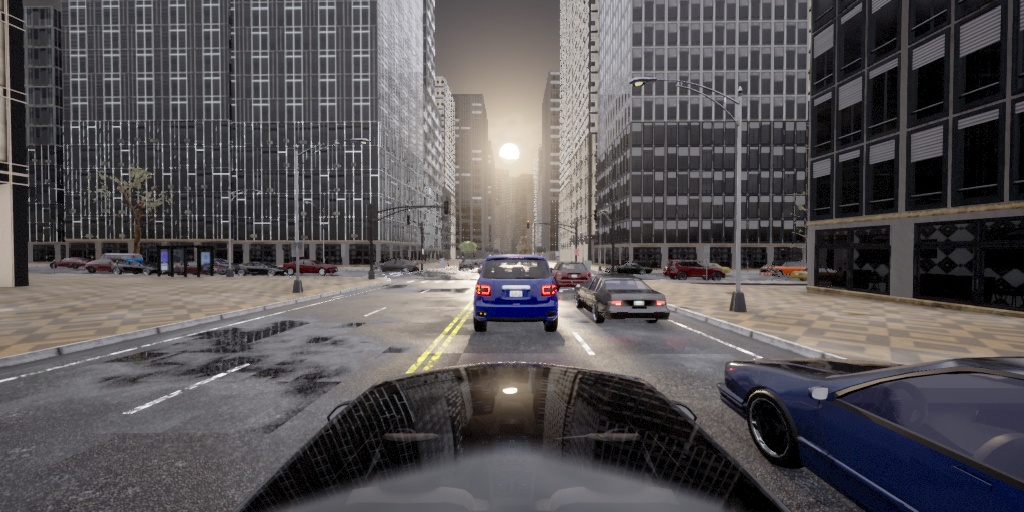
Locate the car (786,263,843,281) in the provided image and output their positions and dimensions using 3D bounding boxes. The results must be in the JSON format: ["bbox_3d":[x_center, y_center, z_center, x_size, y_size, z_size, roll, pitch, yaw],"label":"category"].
[{"bbox_3d":[27.641,1.578,31.855,4.829,1.417,1.751,0,0,1],"label":"car"}]

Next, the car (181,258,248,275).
[{"bbox_3d":[-29.269,0.995,35.422,4.902,1.511,2.128,1,1,1],"label":"car"}]

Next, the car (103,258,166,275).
[{"bbox_3d":[-34.097,1.069,32.887,4.313,1.339,1.948,0,0,1],"label":"car"}]

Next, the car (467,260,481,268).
[{"bbox_3d":[-6.571,1.304,62.760,1.895,1.301,4.718,0,0,0],"label":"car"}]

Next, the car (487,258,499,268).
[{"bbox_3d":[-3.319,1.180,62.961,1.882,1.535,5.008,0,0,0],"label":"car"}]

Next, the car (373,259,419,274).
[{"bbox_3d":[-12.409,1.110,38.283,4.892,1.490,1.837,1,1,1],"label":"car"}]

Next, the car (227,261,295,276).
[{"bbox_3d":[-22.732,1.173,32.580,4.313,1.339,1.948,0,0,1],"label":"car"}]

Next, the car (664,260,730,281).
[{"bbox_3d":[16.192,1.268,32.052,5.009,1.841,2.192,0,0,1],"label":"car"}]

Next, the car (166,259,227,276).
[{"bbox_3d":[-28.416,1.137,32.713,4.207,1.307,1.802,0,0,1],"label":"car"}]

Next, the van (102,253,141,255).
[{"bbox_3d":[-45.288,0.604,41.547,3.998,1.789,1.690,0,0,1],"label":"van"}]

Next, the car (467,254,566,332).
[{"bbox_3d":[0.097,0.967,10.990,2.150,2.045,5.566,0,0,0],"label":"car"}]

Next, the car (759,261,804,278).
[{"bbox_3d":[28.608,1.321,37.611,4.553,1.767,2.097,1,1,1],"label":"car"}]

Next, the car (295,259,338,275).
[{"bbox_3d":[-19.767,1.068,35.228,5.008,1.535,1.882,1,1,0],"label":"car"}]

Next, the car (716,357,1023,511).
[{"bbox_3d":[3.350,1.297,1.813,2.033,1.411,5.357,0,0,1],"label":"car"}]

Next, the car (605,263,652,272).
[{"bbox_3d":[12.149,1.425,37.900,4.718,1.301,1.895,1,1,1],"label":"car"}]

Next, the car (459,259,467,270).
[{"bbox_3d":[-6.602,1.220,52.457,1.837,1.490,4.892,0,0,-1],"label":"car"}]

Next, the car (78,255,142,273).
[{"bbox_3d":[-39.541,0.936,35.635,4.674,1.442,1.812,1,1,1],"label":"car"}]

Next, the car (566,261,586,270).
[{"bbox_3d":[3.348,1.092,21.400,2.097,1.767,4.553,0,0,0],"label":"car"}]

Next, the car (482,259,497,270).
[{"bbox_3d":[-3.336,1.191,53.348,1.882,1.535,5.008,0,0,0],"label":"car"}]

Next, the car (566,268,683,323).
[{"bbox_3d":[3.350,1.293,11.993,2.033,1.411,5.357,0,0,0],"label":"car"}]
